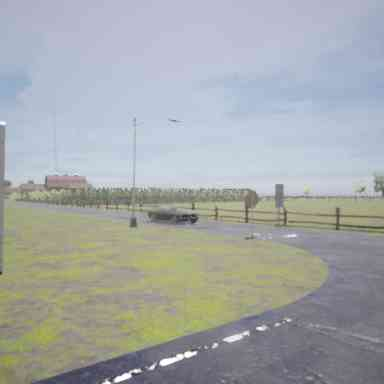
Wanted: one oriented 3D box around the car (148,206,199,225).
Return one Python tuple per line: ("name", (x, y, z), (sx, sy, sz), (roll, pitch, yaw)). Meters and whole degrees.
("car", (-1.471, 1.760, 25.500), (1.895, 1.301, 4.718), (1, -1, -36))
